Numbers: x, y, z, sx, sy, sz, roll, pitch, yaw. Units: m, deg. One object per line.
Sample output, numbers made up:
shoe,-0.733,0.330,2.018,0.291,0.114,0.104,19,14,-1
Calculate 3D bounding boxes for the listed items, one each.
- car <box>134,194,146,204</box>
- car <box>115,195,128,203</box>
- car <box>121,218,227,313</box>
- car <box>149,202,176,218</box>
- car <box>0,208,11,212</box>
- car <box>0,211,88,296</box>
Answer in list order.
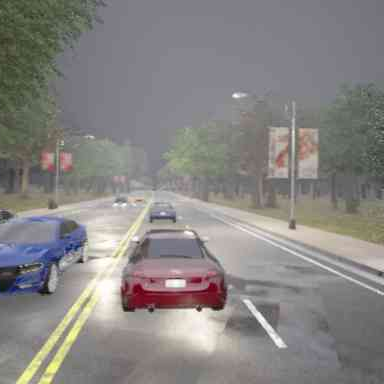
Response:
car,-8.836,1.169,56.760,1.882,1.535,5.008,1,0,-6
car,-12.188,1.235,57.675,1.895,1.301,4.718,1,0,-6
car,-0.478,1.540,7.733,1.994,1.385,4.181,1,0,-6
car,-2.219,1.464,25.165,1.994,1.385,4.181,1,0,-6
car,-7.608,1.344,11.764,1.837,1.490,4.892,1,0,-6
car,-4.028,1.388,8.594,1.882,1.535,5.008,1,0,-6
